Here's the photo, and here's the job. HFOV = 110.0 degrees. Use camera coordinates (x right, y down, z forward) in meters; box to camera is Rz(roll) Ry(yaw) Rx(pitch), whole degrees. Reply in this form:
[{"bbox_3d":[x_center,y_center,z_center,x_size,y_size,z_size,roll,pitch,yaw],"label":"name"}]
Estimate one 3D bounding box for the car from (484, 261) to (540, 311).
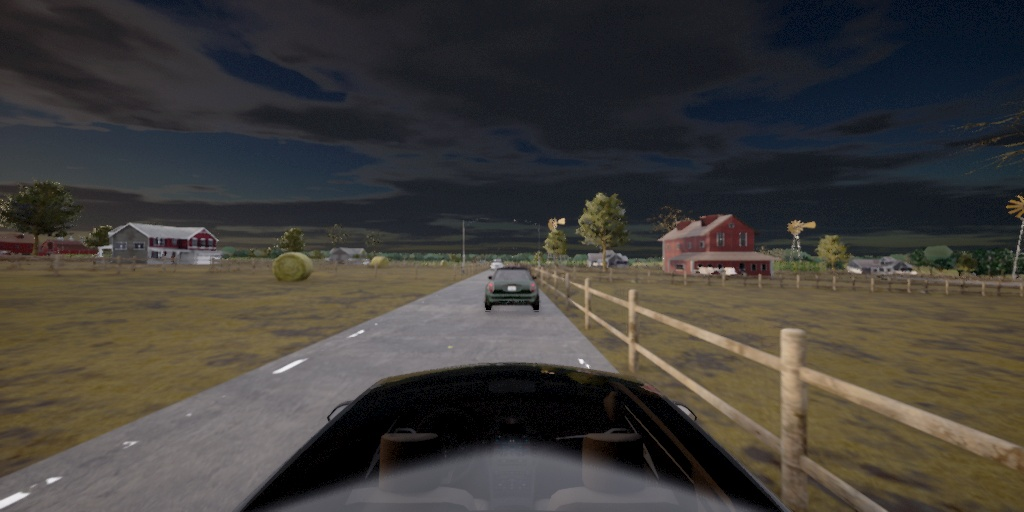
[{"bbox_3d":[0.012,1.236,15.281,2.097,1.767,4.553,0,-1,0],"label":"car"}]
